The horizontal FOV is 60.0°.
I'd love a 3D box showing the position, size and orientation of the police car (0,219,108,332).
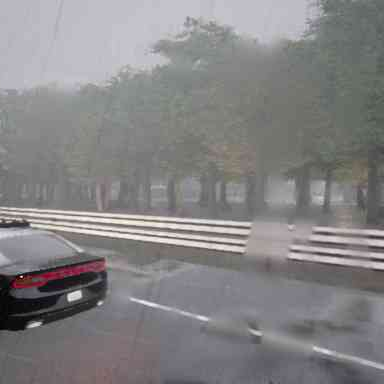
[{"bbox_3d":[-3.922,1.396,6.672,5.238,1.638,1.930,0,0,36],"label":"police car"}]
